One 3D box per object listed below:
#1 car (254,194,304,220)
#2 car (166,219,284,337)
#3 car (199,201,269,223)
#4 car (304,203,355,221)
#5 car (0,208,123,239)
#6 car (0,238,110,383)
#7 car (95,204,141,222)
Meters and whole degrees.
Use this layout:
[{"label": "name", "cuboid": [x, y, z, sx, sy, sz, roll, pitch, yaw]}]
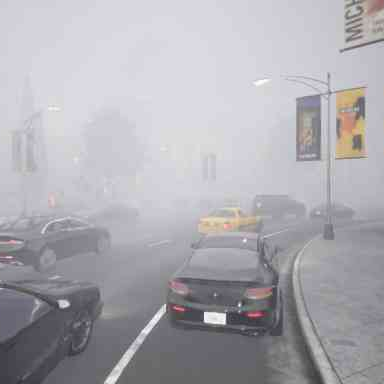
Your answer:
[{"label": "car", "cuboid": [7.460, 1.222, 28.530, 5.566, 2.045, 2.150, 0, 0, -40]}, {"label": "car", "cuboid": [0.836, 1.525, 6.696, 1.812, 1.442, 4.674, 0, 0, 13]}, {"label": "car", "cuboid": [2.203, 1.457, 17.291, 1.801, 1.575, 5.366, 0, 0, 30]}, {"label": "car", "cuboid": [11.450, 1.566, 27.066, 4.181, 1.385, 1.994, 0, 0, -37]}, {"label": "car", "cuboid": [-4.451, 1.490, 10.751, 2.128, 1.511, 4.902, 0, 0, 16]}, {"label": "car", "cuboid": [-2.545, 1.547, 3.038, 2.033, 1.411, 5.357, 0, 0, 5]}, {"label": "car", "cuboid": [-6.052, 1.545, 24.077, 2.033, 1.411, 5.357, 0, 0, 33]}]
